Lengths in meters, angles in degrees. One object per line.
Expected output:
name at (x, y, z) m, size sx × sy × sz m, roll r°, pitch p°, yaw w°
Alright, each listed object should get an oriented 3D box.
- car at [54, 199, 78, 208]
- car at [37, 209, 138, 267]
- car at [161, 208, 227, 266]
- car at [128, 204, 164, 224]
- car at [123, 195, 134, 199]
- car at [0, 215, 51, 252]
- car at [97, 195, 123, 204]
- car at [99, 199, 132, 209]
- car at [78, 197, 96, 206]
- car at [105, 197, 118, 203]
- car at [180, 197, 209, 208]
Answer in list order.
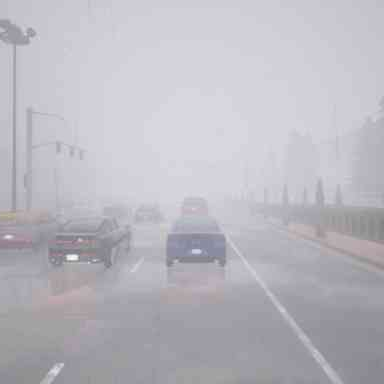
car at (-20.820, 1.902, 54.376) m, size 1.812 × 1.442 × 4.674 m, roll 0°, pitch 0°, yaw 1°
car at (-3.363, 1.594, 11.792) m, size 1.837 × 1.490 × 4.892 m, roll 0°, pitch 0°, yaw 0°
car at (0.138, 1.567, 11.972) m, size 1.882 × 1.535 × 5.008 m, roll 0°, pitch 0°, yaw 0°
car at (-3.294, 1.676, 26.088) m, size 2.128 × 1.511 × 4.902 m, roll 0°, pitch 0°, yaw 0°
car at (-13.684, 1.678, 66.438) m, size 2.150 × 2.045 × 5.566 m, roll 0°, pitch 0°, yaw 0°
car at (-6.849, 1.671, 14.494) m, size 1.994 × 1.385 × 4.181 m, roll 0°, pitch 0°, yaw 0°
car at (-13.815, 1.610, 56.116) m, size 2.150 × 2.045 × 5.566 m, roll 0°, pitch 0°, yaw 1°
car at (-6.769, 1.694, 30.777) m, size 1.882 × 1.535 × 5.008 m, roll 0°, pitch 0°, yaw 0°
car at (-20.697, 1.793, 64.034) m, size 2.097 × 1.767 × 4.553 m, roll 0°, pitch 0°, yaw 0°
car at (-20.589, 2.122, 84.861) m, size 2.033 × 1.411 × 5.357 m, roll 0°, pitch 0°, yaw 0°
car at (0.212, 1.414, 27.421) m, size 2.150 × 2.045 × 5.566 m, roll 0°, pitch -1°, yaw 0°
